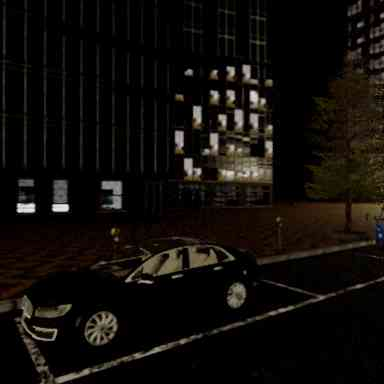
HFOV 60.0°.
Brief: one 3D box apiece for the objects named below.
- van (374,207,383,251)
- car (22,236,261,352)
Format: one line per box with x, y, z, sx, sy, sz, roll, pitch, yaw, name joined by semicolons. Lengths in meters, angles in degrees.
8.580;1.347;12.675;3.998;1.788;1.690;0;0;-35;van
-0.651;1.553;6.093;4.403;1.369;2.008;0;0;-35;car
